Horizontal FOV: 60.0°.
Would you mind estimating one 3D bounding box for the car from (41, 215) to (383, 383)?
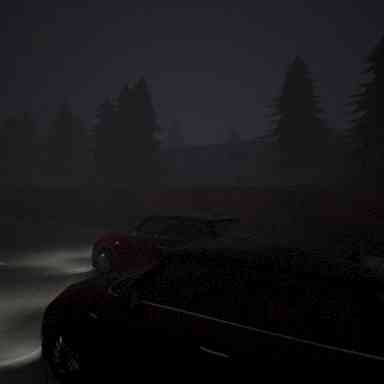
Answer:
[{"bbox_3d":[0.311,1.341,3.776,4.553,1.767,2.097,1,0,35],"label":"car"}]

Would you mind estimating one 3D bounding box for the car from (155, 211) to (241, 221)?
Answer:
[{"bbox_3d":[-0.537,1.319,8.677,4.553,1.767,2.097,1,0,35],"label":"car"}]
